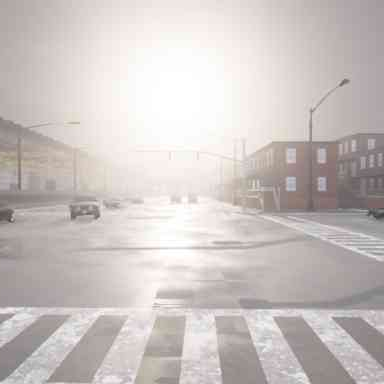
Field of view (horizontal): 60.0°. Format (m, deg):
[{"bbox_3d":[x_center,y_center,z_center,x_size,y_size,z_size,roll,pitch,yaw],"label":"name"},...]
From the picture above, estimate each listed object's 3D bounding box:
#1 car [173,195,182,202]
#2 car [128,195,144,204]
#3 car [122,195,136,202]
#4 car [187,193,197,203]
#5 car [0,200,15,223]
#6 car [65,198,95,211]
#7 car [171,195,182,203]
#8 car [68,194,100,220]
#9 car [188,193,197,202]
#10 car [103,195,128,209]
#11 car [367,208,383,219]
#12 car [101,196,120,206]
[{"bbox_3d":[-3.427,1.478,80.513,1.882,1.535,5.008,0,0,0],"label":"car"},{"bbox_3d":[-10.482,1.601,63.952,1.895,1.301,4.718,0,0,1],"label":"car"},{"bbox_3d":[-13.934,1.468,73.538,2.033,1.411,5.357,0,0,0],"label":"car"},{"bbox_3d":[0.162,1.548,69.657,2.033,1.411,5.357,0,0,0],"label":"car"},{"bbox_3d":[-14.081,1.352,22.619,2.097,1.767,4.553,0,0,0],"label":"car"},{"bbox_3d":[-14.062,1.492,41.949,2.128,1.511,4.902,0,0,0],"label":"car"},{"bbox_3d":[-3.369,1.353,70.227,2.097,1.767,4.553,0,0,0],"label":"car"},{"bbox_3d":[-9.182,1.222,28.430,2.150,2.045,5.566,-1,0,-18],"label":"car"},{"bbox_3d":[0.072,1.225,80.290,2.150,2.045,5.566,0,0,0],"label":"car"},{"bbox_3d":[-10.555,1.506,45.419,1.837,1.490,4.892,0,0,0],"label":"car"},{"bbox_3d":[17.059,1.547,26.669,5.357,1.411,2.033,0,0,0],"label":"car"},{"bbox_3d":[-14.027,1.478,57.536,1.882,1.535,5.008,0,1,0],"label":"car"}]
